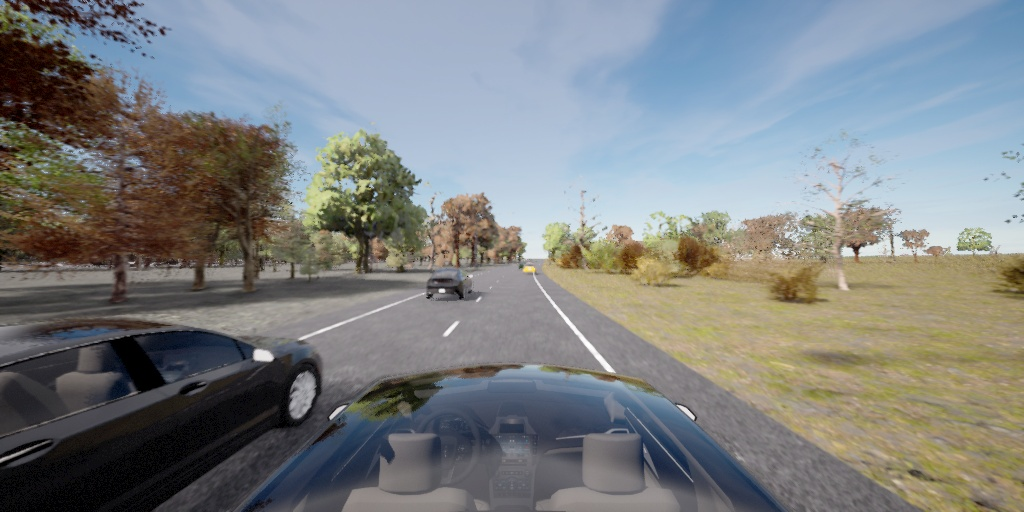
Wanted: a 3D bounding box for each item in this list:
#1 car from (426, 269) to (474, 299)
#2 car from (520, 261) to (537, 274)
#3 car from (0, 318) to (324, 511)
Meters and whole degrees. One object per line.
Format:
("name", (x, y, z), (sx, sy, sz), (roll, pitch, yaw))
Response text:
("car", (-3.237, 1.403, 19.188), (1.837, 1.490, 4.892), (0, 0, 1))
("car", (2.356, 1.618, 48.003), (1.801, 1.575, 5.366), (0, -1, 3))
("car", (-3.388, 1.258, 2.793), (1.837, 1.490, 4.892), (0, 0, 0))
